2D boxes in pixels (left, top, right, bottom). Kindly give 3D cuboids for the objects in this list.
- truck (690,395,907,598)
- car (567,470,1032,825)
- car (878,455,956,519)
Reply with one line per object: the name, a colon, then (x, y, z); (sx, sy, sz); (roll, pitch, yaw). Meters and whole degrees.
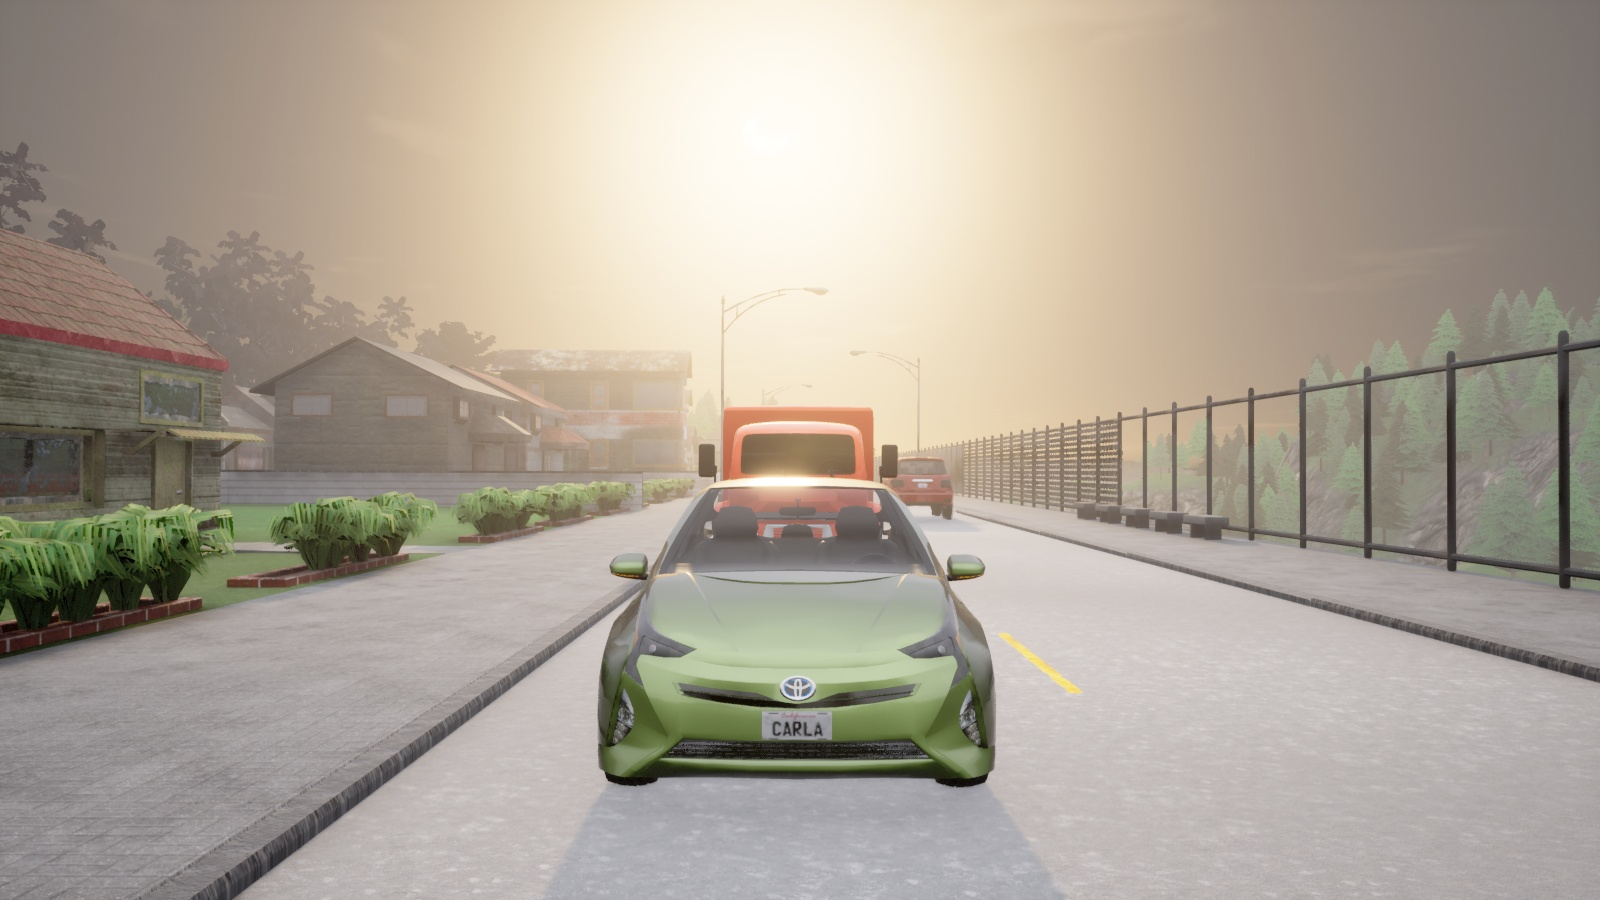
truck: (-0.026, 0.637, 17.890); (2.627, 2.467, 5.204); (0, -2, 0)
car: (-0.009, 0.890, 7.693); (2.007, 1.525, 4.514); (0, -1, 0)
car: (3.930, 1.239, 43.059); (2.150, 2.045, 5.566); (0, -1, 0)
